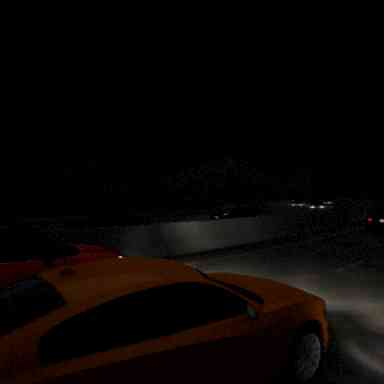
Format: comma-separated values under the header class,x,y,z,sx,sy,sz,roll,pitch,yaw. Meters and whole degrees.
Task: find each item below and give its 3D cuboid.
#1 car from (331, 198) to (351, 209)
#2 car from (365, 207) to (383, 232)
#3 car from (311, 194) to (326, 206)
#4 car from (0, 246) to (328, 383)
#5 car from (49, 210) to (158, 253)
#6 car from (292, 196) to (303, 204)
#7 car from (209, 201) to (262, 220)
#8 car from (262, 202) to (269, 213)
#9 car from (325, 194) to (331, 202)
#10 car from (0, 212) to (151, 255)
class,x,y,z,sx,sy,sz,roll,pitch,yaw
car,20.860,1.619,46.136,2.128,1.511,4.902,0,0,25
car,11.729,1.575,19.476,2.033,1.411,5.357,0,0,42
car,22.873,1.690,60.655,1.882,1.535,5.008,0,0,19
car,-0.501,1.487,3.609,5.008,1.535,1.882,0,0,-37
car,-3.810,1.608,14.613,4.181,1.385,1.994,0,0,-40
car,22.661,1.635,71.379,2.097,1.767,4.553,0,0,18
car,3.323,1.604,26.200,1.812,1.442,4.674,0,0,42
car,6.782,1.686,36.046,1.994,1.385,4.181,0,0,35
car,34.469,1.504,85.337,2.150,2.045,5.566,0,0,18
car,-3.260,1.371,5.950,4.553,1.767,2.097,0,0,-36
